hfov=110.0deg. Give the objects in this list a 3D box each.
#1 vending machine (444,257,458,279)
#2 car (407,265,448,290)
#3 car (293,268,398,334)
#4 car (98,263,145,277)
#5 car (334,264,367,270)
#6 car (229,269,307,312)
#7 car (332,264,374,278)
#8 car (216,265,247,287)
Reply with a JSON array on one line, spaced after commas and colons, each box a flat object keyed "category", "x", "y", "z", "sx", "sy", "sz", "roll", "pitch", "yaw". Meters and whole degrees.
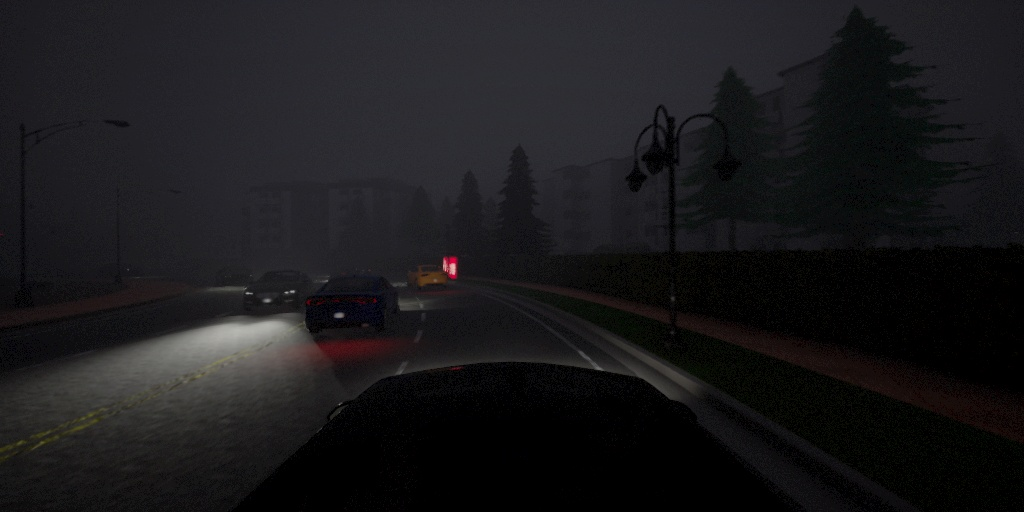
[{"category": "vending machine", "x": -5.318, "y": 1.067, "z": 31.099, "sx": 1.100, "sy": 2.100, "sz": 0.880, "roll": 0, "pitch": 0, "yaw": -34}, {"category": "car", "x": -5.706, "y": 1.336, "z": 23.816, "sx": 1.882, "sy": 1.535, "sz": 5.008, "roll": 0, "pitch": 0, "yaw": -26}, {"category": "car", "x": -4.695, "y": 1.296, "z": 11.120, "sx": 1.882, "sy": 1.535, "sz": 5.008, "roll": 0, "pitch": 0, "yaw": -12}, {"category": "car", "x": -47.552, "y": 1.663, "z": 43.695, "sx": 4.553, "sy": 1.767, "sz": 2.097, "roll": 0, "pitch": 0, "yaw": 7}, {"category": "car", "x": -13.694, "y": 1.514, "z": 29.723, "sx": 1.994, "sy": 1.385, "sz": 4.181, "roll": 0, "pitch": 0, "yaw": -38}, {"category": "car", "x": -9.743, "y": 1.369, "z": 15.306, "sx": 2.128, "sy": 1.511, "sz": 4.902, "roll": 0, "pitch": 0, "yaw": -21}, {"category": "car", "x": -17.050, "y": 1.551, "z": 38.387, "sx": 5.357, "sy": 1.411, "sz": 2.033, "roll": -1, "pitch": 0, "yaw": 41}, {"category": "car", "x": -21.939, "y": 1.505, "z": 28.327, "sx": 5.008, "sy": 1.535, "sz": 1.882, "roll": -1, "pitch": 0, "yaw": 44}]
